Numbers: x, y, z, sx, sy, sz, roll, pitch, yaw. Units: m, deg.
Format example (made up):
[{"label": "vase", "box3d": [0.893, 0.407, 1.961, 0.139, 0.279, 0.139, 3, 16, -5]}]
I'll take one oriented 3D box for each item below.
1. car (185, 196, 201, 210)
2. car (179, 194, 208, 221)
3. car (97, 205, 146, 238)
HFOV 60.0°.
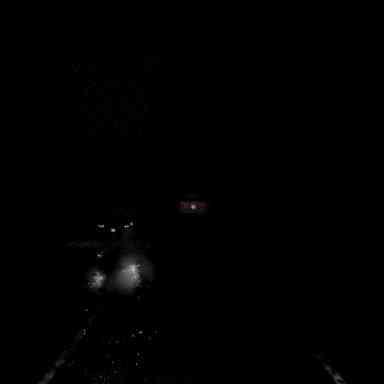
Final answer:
[{"label": "car", "box3d": [0.102, 1.388, 43.186, 1.882, 1.535, 5.008, 0, 0, 0]}, {"label": "car", "box3d": [0.100, 1.189, 27.188, 2.150, 2.045, 5.566, 0, -1, 0]}, {"label": "car", "box3d": [-3.597, 1.493, 17.616, 1.837, 1.490, 4.892, 0, 0, 0]}]
